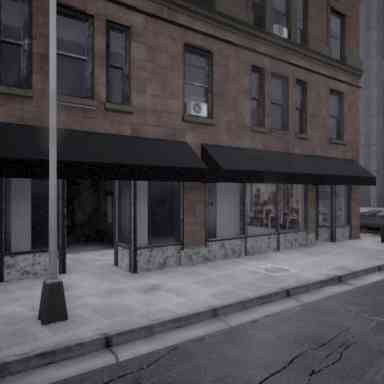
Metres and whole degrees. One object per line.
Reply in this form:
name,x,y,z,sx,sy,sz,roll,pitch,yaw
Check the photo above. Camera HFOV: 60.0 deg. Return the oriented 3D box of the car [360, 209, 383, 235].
car,9.929,1.571,16.653,1.994,1.385,4.181,0,0,-25
